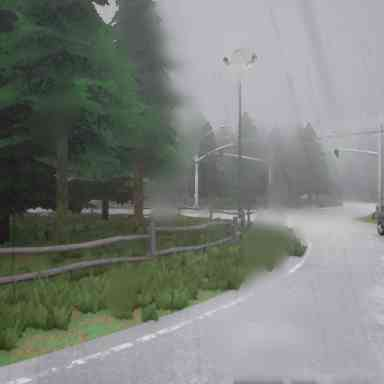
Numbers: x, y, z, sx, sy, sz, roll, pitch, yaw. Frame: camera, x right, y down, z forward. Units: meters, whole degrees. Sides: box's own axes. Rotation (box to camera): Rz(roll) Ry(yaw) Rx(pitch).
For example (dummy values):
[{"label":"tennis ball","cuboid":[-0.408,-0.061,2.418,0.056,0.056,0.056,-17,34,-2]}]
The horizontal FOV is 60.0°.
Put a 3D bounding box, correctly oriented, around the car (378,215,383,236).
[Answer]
[{"label":"car","cuboid":[10.266,1.352,15.402,2.097,1.767,4.553,0,0,15]}]
